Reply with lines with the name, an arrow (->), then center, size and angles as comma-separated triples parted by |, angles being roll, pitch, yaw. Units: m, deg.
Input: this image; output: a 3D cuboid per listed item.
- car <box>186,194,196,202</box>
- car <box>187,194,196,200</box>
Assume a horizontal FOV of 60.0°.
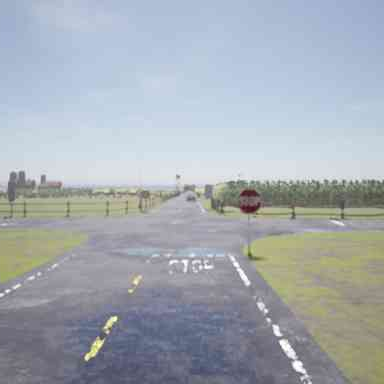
car -> -0.148, 1.135, 70.470 | 2.097, 1.767, 4.553 | 0, 0, 0
car -> -0.169, 1.121, 80.505 | 2.033, 1.411, 5.357 | 0, 0, 0
